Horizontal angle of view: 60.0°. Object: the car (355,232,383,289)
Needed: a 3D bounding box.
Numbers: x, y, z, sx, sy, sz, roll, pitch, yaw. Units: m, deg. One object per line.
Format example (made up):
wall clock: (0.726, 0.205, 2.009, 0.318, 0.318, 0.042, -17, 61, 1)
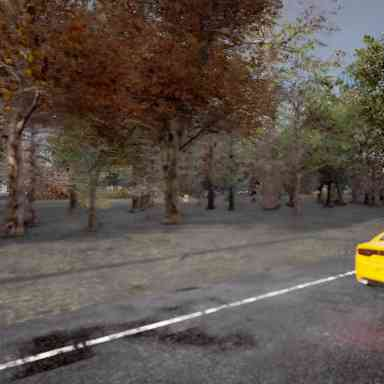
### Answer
car: (5.919, 1.453, 7.967, 5.008, 1.535, 1.882, 0, 0, -35)
